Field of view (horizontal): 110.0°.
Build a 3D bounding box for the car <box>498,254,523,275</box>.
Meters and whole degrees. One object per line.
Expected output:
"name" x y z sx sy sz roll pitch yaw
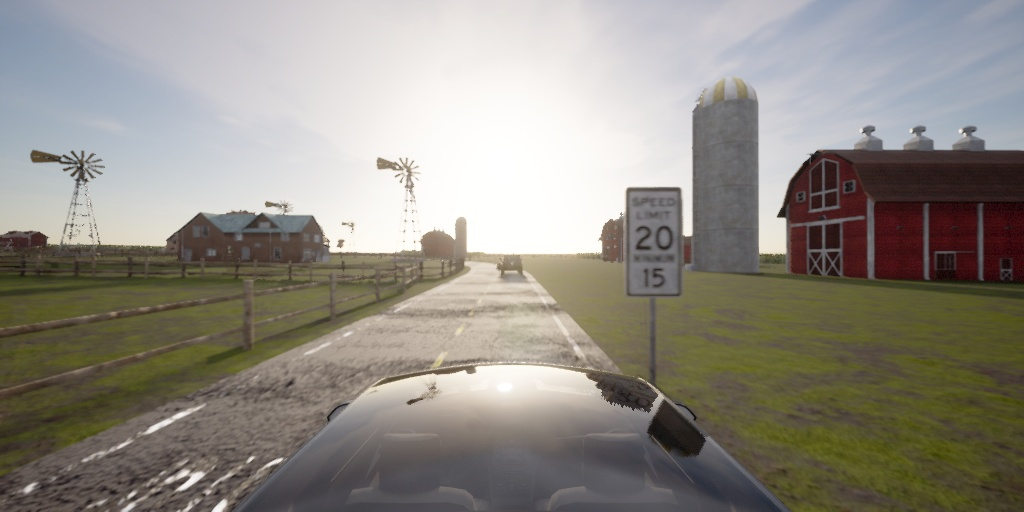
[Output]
"car" -0.057 0.801 36.472 2.150 2.045 5.566 0 0 -2
